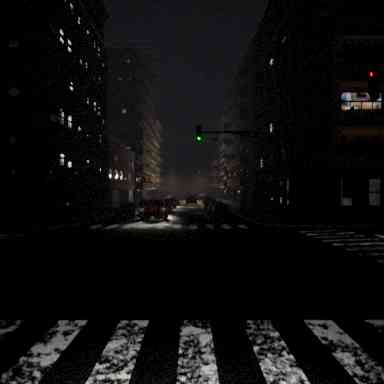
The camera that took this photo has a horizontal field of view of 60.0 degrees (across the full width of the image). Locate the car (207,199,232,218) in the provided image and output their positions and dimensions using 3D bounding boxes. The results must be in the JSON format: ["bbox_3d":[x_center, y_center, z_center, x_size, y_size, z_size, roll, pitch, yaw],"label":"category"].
[{"bbox_3d":[2.645,1.612,30.365,1.802,1.307,4.206,0,0,0],"label":"car"}]

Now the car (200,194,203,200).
[{"bbox_3d":[3.052,1.562,67.933,1.882,1.535,5.008,0,0,0],"label":"car"}]

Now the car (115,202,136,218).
[{"bbox_3d":[-5.736,1.596,30.366,1.947,1.339,4.313,0,0,0],"label":"car"}]

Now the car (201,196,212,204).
[{"bbox_3d":[2.623,1.597,46.935,1.887,1.381,4.507,0,0,0],"label":"car"}]

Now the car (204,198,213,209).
[{"bbox_3d":[2.637,1.603,35.888,1.947,1.339,4.313,0,0,0],"label":"car"}]

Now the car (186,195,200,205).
[{"bbox_3d":[-0.081,1.426,61.419,2.097,1.767,4.553,0,0,0],"label":"car"}]

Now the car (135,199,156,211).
[{"bbox_3d":[-5.751,1.610,41.413,1.947,1.339,4.313,0,0,0],"label":"car"}]

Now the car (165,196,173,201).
[{"bbox_3d":[-5.809,1.641,85.431,1.752,1.417,4.829,0,0,0],"label":"car"}]

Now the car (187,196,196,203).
[{"bbox_3d":[-0.091,1.473,69.823,1.994,1.385,4.181,0,0,0],"label":"car"}]

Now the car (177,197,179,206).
[{"bbox_3d":[-3.148,1.578,46.702,1.812,1.442,4.674,0,0,0],"label":"car"}]

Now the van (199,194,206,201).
[{"bbox_3d":[2.570,1.457,85.600,1.690,1.788,3.998,-1,0,0],"label":"van"}]

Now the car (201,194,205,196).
[{"bbox_3d":[3.070,1.599,60.933,1.812,1.442,4.674,0,0,0],"label":"car"}]

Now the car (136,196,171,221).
[{"bbox_3d":[-3.078,1.379,27.613,2.097,1.767,4.553,0,0,-2],"label":"car"}]

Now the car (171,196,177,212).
[{"bbox_3d":[-3.146,1.530,36.719,2.128,1.511,4.902,0,0,0],"label":"car"}]
